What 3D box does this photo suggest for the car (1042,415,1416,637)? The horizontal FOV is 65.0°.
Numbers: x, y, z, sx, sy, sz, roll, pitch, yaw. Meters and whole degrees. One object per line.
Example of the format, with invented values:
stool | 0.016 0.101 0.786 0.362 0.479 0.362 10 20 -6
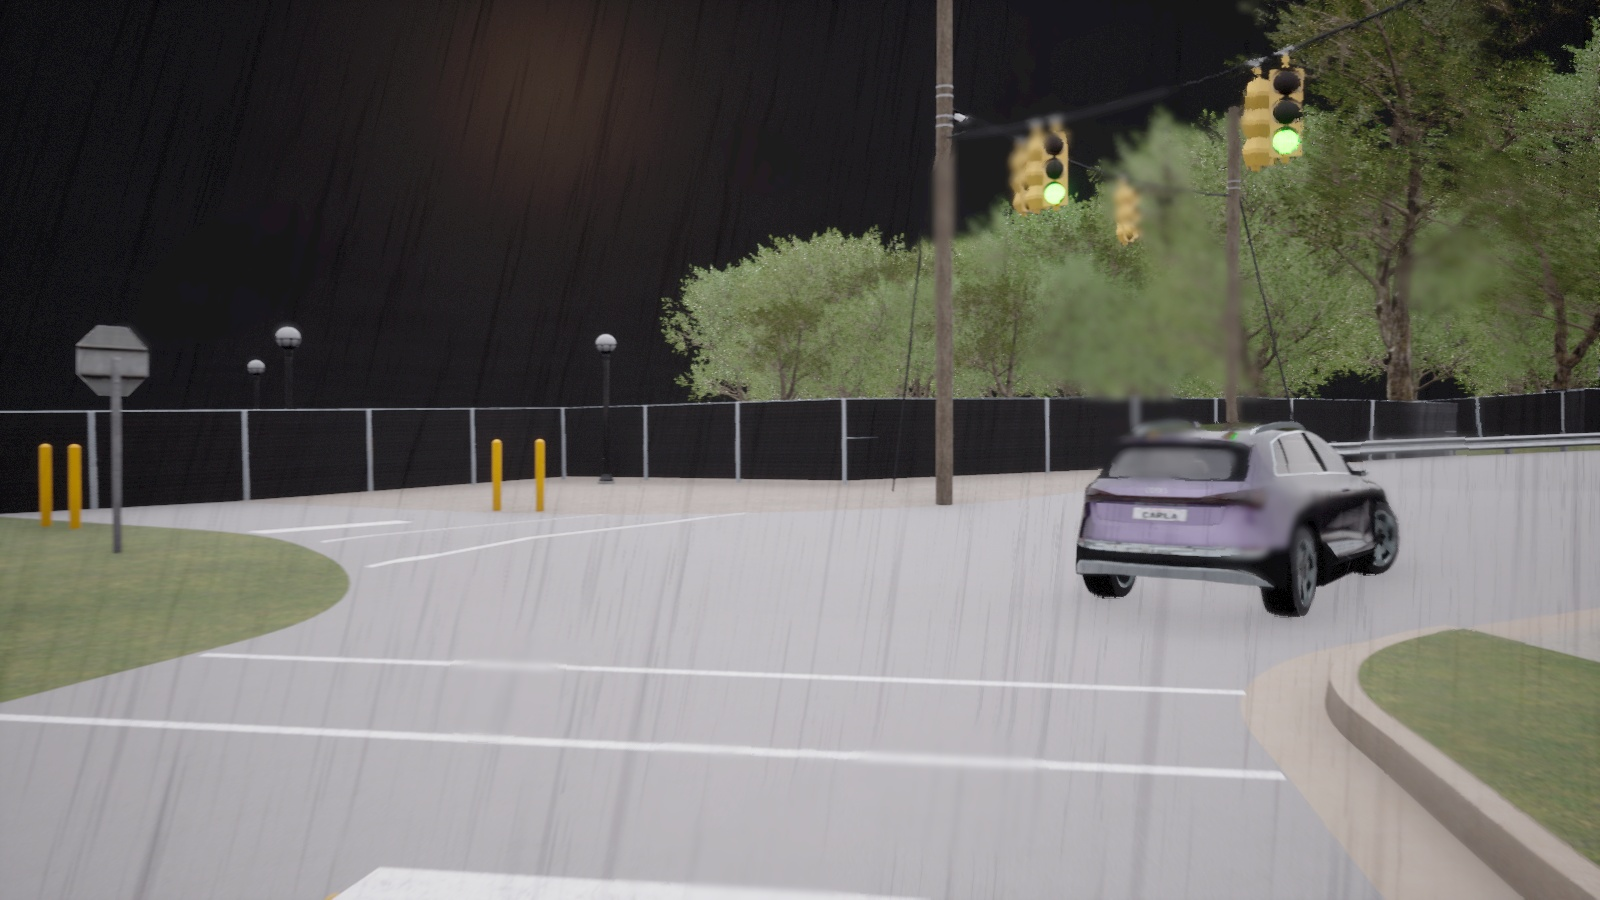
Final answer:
car | 4.377 0.525 12.237 2.033 1.649 4.856 1 3 37
